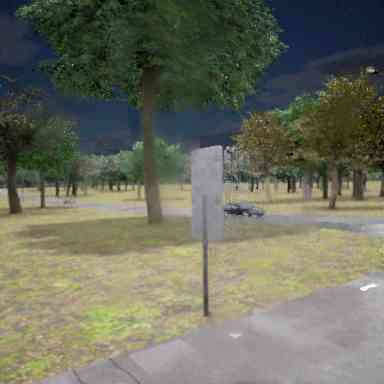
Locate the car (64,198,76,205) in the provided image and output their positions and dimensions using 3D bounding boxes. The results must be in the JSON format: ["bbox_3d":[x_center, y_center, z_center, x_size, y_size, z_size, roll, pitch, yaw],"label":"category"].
[{"bbox_3d":[-29.367,2.217,79.649,2.128,1.511,4.902,-1,0,-35],"label":"car"}]

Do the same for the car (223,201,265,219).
[{"bbox_3d":[4.669,1.664,31.251,1.837,1.490,4.892,-1,-1,-35],"label":"car"}]
